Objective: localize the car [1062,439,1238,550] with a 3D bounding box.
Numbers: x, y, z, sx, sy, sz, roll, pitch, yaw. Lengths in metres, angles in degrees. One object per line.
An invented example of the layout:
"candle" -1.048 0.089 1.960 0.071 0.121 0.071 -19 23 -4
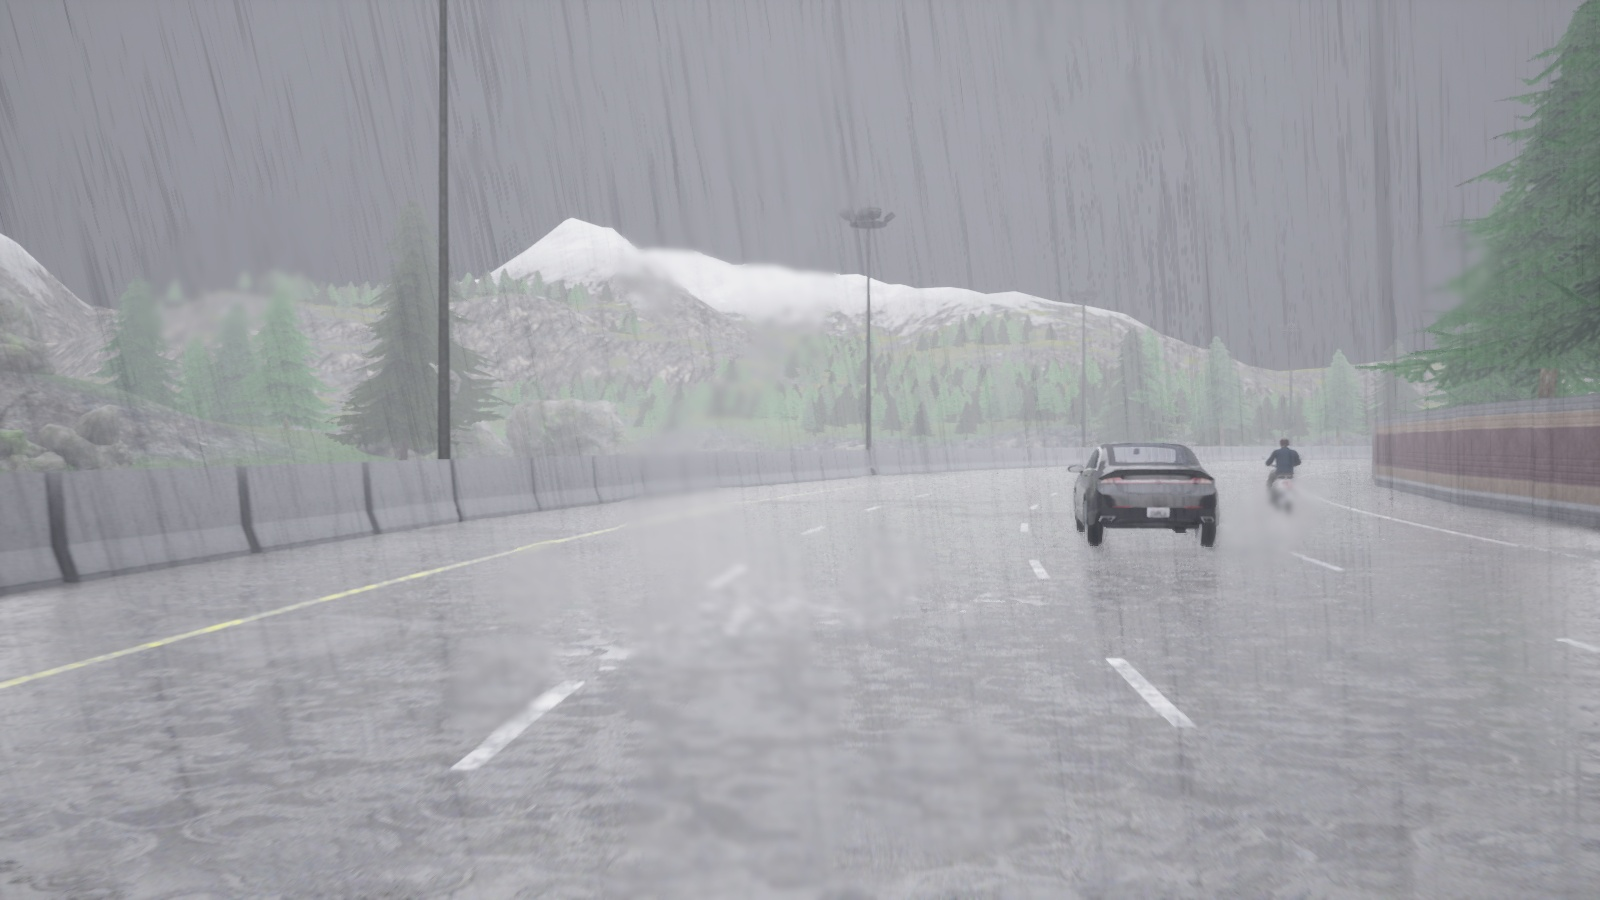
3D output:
"car" 5.309 0.598 19.707 2.128 1.511 4.902 0 0 9

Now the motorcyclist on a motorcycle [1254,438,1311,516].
"motorcyclist on a motorcycle" 10.317 0.560 26.898 0.866 1.590 1.817 1 1 13
